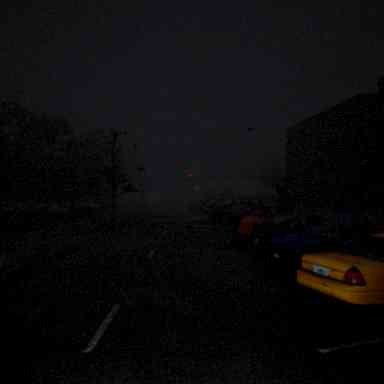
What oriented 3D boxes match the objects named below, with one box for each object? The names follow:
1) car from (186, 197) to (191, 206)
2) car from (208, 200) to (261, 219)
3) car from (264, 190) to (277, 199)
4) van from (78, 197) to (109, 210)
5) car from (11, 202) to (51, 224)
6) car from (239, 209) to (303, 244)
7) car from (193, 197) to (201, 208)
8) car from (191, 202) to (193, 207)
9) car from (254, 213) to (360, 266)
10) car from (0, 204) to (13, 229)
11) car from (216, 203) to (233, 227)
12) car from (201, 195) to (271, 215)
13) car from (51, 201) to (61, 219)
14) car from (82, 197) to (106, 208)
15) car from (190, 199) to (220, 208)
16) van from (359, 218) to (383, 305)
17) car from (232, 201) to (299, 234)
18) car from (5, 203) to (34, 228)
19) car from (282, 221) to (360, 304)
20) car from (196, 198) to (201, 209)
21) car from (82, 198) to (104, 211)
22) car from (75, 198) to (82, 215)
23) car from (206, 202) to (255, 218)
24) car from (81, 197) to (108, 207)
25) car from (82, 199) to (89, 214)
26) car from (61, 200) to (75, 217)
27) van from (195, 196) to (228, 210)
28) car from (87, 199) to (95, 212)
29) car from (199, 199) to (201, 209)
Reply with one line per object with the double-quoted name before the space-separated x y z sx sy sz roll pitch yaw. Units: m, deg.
"car" 2.308 1.963 55.489 5.366 1.575 1.946 1 0 -26
"car" 4.314 1.732 28.445 5.008 1.535 2.097 1 0 -23
"car" 17.018 0.822 70.728 2.002 1.452 4.674 -6 3 -30
"van" -15.517 1.770 52.411 4.442 1.987 1.878 -1 -1 -25
"car" -13.854 1.747 25.768 5.008 1.535 2.097 -1 0 -22
"car" 4.685 1.602 13.346 4.892 1.521 2.231 1 -1 -21
"car" 3.255 1.891 46.541 4.892 1.521 2.231 1 0 -25
"car" 2.781 1.817 52.575 4.553 1.767 2.185 1 0 -25
"car" 4.738 1.575 10.327 5.008 1.535 2.097 1 0 -21
"car" -13.694 1.722 19.831 4.792 1.488 2.163 -1 0 -21
"car" 4.510 1.680 22.411 5.008 1.535 2.097 1 -1 -22
"car" 4.155 1.506 31.451 5.566 2.045 2.435 1 0 -23
"car" -14.019 1.650 28.721 4.553 1.767 2.185 -1 -1 -22
"car" -15.274 1.940 46.381 5.366 1.575 1.946 -1 0 -24
"car" 2.367 2.030 58.548 4.792 1.488 2.163 1 -1 -26
"van" 4.649 1.294 4.259 4.442 1.987 1.878 1 0 -20
"car" 4.630 1.502 16.366 4.553 1.767 2.185 1 -1 -21
"car" -13.726 1.749 22.826 4.792 1.488 2.163 -1 -1 -22
"car" 4.918 1.549 7.384 5.366 1.575 1.946 1 -1 -20
"car" 3.464 1.903 43.530 4.674 1.452 2.002 1 -1 -24
"car" -14.710 1.908 43.586 5.366 1.575 1.946 -1 -1 -24
"car" -14.261 1.704 34.653 4.553 1.767 2.185 -1 0 -23
"car" 4.022 1.824 34.486 4.674 1.452 2.002 1 -1 -23
"car" -15.323 1.843 49.423 4.553 1.767 2.185 -1 0 -25
"car" -14.462 1.898 37.597 4.674 1.452 2.002 -1 0 -23
"car" -14.299 1.801 31.610 5.366 1.575 1.946 -1 0 -23
"van" 2.907 1.689 49.503 4.442 1.987 1.878 1 0 -25
"car" -14.660 1.926 40.552 4.674 1.452 2.002 -1 0 -24
"car" 3.674 1.877 40.513 4.674 1.452 2.002 1 0 -24
